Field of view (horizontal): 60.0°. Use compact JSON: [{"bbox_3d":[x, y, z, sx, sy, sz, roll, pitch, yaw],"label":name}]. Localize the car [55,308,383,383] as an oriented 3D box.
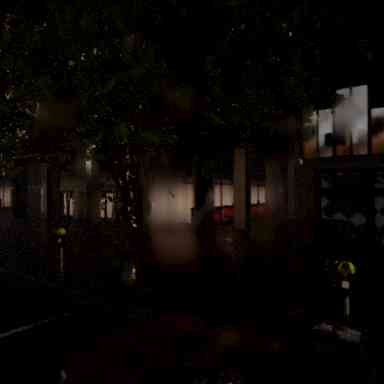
[{"bbox_3d":[0.720,1.579,2.370,4.206,1.307,1.802,0,0,35],"label":"car"}]
